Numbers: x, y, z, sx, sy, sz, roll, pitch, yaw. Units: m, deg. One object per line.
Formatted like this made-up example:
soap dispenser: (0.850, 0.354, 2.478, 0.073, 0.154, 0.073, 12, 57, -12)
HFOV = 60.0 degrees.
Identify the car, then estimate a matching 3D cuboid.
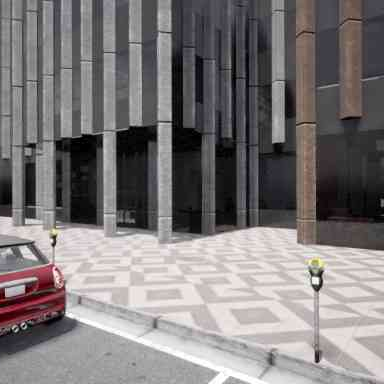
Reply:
car: (-4.103, 1.441, 5.881, 4.097, 1.590, 1.967, 0, 0, 35)
